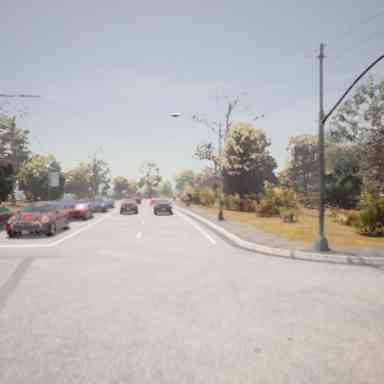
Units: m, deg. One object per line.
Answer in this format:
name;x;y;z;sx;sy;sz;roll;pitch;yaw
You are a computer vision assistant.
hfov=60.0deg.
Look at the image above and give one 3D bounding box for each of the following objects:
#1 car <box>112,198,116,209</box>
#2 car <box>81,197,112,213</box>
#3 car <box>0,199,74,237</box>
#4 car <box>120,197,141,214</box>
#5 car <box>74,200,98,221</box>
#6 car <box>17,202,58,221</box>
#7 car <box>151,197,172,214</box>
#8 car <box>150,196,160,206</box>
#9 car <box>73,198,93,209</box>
car;-11.916;1.547;47.055;2.128;1.511;4.902;0;0;-8
car;-10.546;1.371;37.061;2.097;1.767;4.553;0;0;-8
car;-8.272;1.360;18.286;2.097;1.767;4.553;0;0;-6
car;-6.785;1.533;36.144;1.812;1.442;4.674;0;0;-8
car;-9.288;1.607;27.220;1.895;1.301;4.718;0;0;-7
car;-12.916;1.578;28.079;1.994;1.385;4.181;0;0;-7
car;-3.063;1.521;34.724;1.812;1.442;4.674;0;0;-7
car;-6.313;1.449;58.363;2.097;1.767;4.553;0;-1;-7
car;-15.539;1.632;47.713;1.994;1.385;4.181;0;0;-8
